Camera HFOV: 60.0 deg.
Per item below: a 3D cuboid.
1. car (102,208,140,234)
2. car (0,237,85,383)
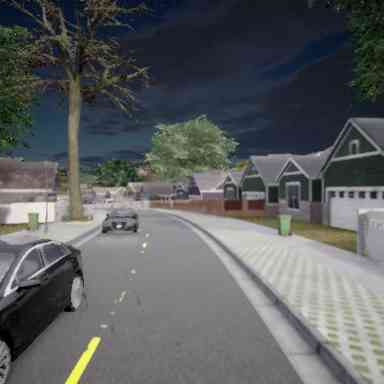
[{"bbox_3d":[-4.178,1.695,20.085,1.994,1.385,4.181,0,-1,-6],"label":"car"},{"bbox_3d":[-3.052,1.514,4.984,2.128,1.511,4.902,0,0,-2],"label":"car"}]
